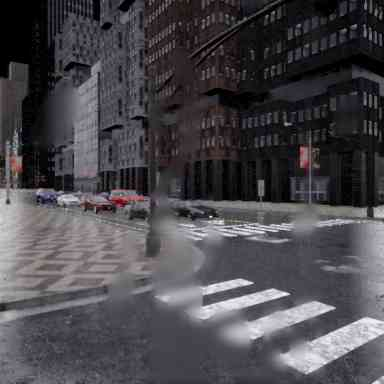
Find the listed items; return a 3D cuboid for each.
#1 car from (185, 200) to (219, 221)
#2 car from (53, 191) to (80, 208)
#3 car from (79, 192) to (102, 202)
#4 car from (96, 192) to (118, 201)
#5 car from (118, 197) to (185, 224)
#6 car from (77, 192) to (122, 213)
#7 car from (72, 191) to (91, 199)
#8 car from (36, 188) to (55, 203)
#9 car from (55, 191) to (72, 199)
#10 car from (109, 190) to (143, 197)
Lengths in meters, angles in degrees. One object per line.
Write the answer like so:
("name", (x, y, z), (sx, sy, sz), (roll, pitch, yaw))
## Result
("car", (-0.357, 1.283, 24.906), (2.033, 1.411, 5.357), (0, 1, -38))
("car", (-14.460, 0.985, 38.843), (1.812, 1.442, 4.674), (0, 1, -35))
("car", (-16.012, 0.820, 52.352), (2.033, 1.411, 5.357), (0, 1, -33))
("car", (-14.188, 0.726, 55.409), (1.882, 1.535, 5.008), (0, 0, -36))
("car", (-2.962, 1.287, 23.039), (2.033, 1.411, 5.357), (0, 1, -35))
("car", (-8.663, 1.080, 30.867), (1.882, 1.535, 5.008), (0, 1, -36))
("car", (-21.985, 0.531, 66.145), (2.128, 1.511, 4.902), (0, 1, -36))
("car", (-20.676, 0.522, 47.508), (2.150, 2.045, 5.566), (0, 1, -36))
("car", (-25.132, 0.509, 64.948), (1.882, 1.535, 5.008), (0, 1, -36))
("car", (-6.411, 0.811, 33.299), (2.150, 2.045, 5.566), (0, 1, -36))
